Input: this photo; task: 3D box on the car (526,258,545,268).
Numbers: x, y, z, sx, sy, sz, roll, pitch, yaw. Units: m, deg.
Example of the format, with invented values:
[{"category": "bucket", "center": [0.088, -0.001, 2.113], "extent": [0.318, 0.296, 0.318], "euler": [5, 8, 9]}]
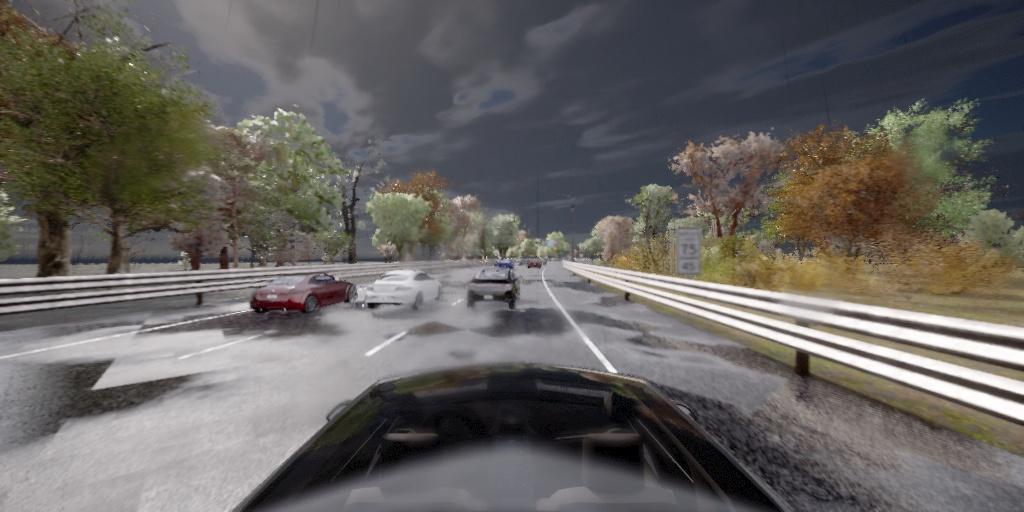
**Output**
[{"category": "car", "center": [4.014, 1.152, 61.392], "extent": [2.097, 1.767, 4.553], "euler": [0, 0, 7]}]

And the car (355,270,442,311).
[{"category": "car", "center": [-4.188, 1.274, 14.425], "extent": [1.812, 1.442, 4.674], "euler": [0, 0, 4]}]

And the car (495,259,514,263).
[{"category": "car", "center": [-0.772, 1.261, 51.182], "extent": [1.882, 1.535, 5.008], "euler": [0, 0, 7]}]

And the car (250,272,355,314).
[{"category": "car", "center": [-7.743, 1.306, 13.780], "extent": [1.994, 1.385, 4.181], "euler": [0, 0, 4]}]

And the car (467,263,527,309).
[{"category": "car", "center": [-0.643, 1.245, 15.071], "extent": [2.128, 1.511, 4.902], "euler": [0, 0, 4]}]
